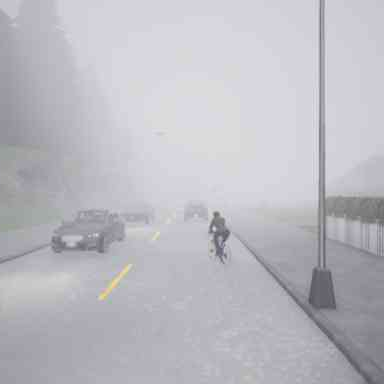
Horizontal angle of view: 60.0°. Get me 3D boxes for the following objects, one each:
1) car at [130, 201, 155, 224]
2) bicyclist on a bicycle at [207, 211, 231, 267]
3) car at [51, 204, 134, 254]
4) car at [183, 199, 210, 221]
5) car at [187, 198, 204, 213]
[{"bbox_3d":[-3.865,1.446,24.441,1.882,1.535,5.008,0,0,1],"label":"car"},{"bbox_3d":[0.827,1.436,10.329,0.582,1.620,1.656,0,0,-20],"label":"bicyclist on a bicycle"},{"bbox_3d":[-3.984,1.475,13.498,2.128,1.511,4.902,0,0,1],"label":"car"},{"bbox_3d":[0.338,1.470,26.781,1.837,1.490,4.892,0,0,1],"label":"car"},{"bbox_3d":[0.411,1.478,36.911,1.812,1.442,4.674,0,0,1],"label":"car"}]
